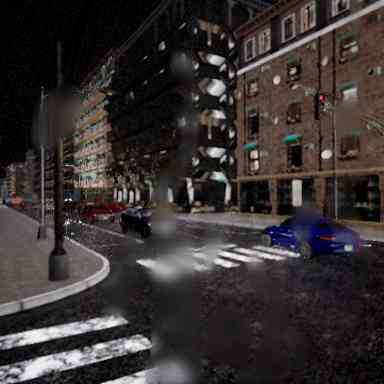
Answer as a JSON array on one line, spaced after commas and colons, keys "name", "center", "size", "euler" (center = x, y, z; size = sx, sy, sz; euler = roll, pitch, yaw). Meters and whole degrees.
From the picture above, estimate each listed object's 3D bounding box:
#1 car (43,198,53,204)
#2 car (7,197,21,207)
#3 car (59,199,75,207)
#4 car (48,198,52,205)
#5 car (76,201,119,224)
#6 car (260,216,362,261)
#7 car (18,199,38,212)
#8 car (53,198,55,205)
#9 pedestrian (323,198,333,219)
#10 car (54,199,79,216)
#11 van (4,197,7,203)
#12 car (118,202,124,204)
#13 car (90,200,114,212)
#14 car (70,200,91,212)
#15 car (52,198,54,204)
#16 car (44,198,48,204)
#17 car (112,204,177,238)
[{"name": "car", "center": [-36.429, 2.287, 84.251], "size": [1.802, 1.307, 4.206], "euler": [0, 0, -32]}, {"name": "car", "center": [-34.558, 1.887, 65.424], "size": [2.192, 1.841, 5.009], "euler": [0, 0, -32]}, {"name": "car", "center": [-24.439, 2.080, 65.037], "size": [2.008, 1.369, 4.403], "euler": [0, 0, -32]}, {"name": "car", "center": [-30.434, 2.159, 74.645], "size": [1.887, 1.381, 4.507], "euler": [0, 0, -32]}, {"name": "car", "center": [-7.888, 1.759, 27.574], "size": [1.812, 1.442, 4.674], "euler": [0, 0, -32]}, {"name": "car", "center": [4.427, 1.647, 12.924], "size": [1.812, 1.442, 4.674], "euler": [1, -1, -15]}, {"name": "car", "center": [-22.567, 1.984, 46.206], "size": [1.802, 1.307, 4.206], "euler": [0, 0, -32]}, {"name": "car", "center": [-20.706, 2.045, 53.973], "size": [1.895, 1.301, 4.718], "euler": [0, 0, -32]}, {"name": "pedestrian", "center": [7.761, 1.282, 18.994], "size": [0.375, 1.860, 0.375], "euler": [0, 0, -32]}, {"name": "car", "center": [-13.369, 1.808, 36.380], "size": [1.837, 1.490, 4.892], "euler": [0, 0, -32]}, {"name": "van", "center": [-43.551, 2.046, 79.835], "size": [1.690, 1.788, 3.998], "euler": [0, 0, -32]}, {"name": "car", "center": [-9.452, 1.862, 41.019], "size": [1.887, 1.381, 4.507], "euler": [0, 0, -32]}, {"name": "car", "center": [-12.449, 1.904, 45.822], "size": [1.887, 1.381, 4.507], "euler": [0, 0, -32]}, {"name": "car", "center": [-15.221, 1.892, 45.272], "size": [1.812, 1.442, 4.674], "euler": [0, 0, -31]}, {"name": "car", "center": [-27.436, 2.123, 69.841], "size": [2.008, 1.369, 4.403], "euler": [0, 0, -32]}, {"name": "car", "center": [-33.431, 2.099, 79.448], "size": [1.967, 1.590, 4.097], "euler": [0, 0, -32]}, {"name": "car", "center": [-2.594, 1.664, 19.088], "size": [2.128, 1.511, 4.902], "euler": [0, 0, -32]}]
